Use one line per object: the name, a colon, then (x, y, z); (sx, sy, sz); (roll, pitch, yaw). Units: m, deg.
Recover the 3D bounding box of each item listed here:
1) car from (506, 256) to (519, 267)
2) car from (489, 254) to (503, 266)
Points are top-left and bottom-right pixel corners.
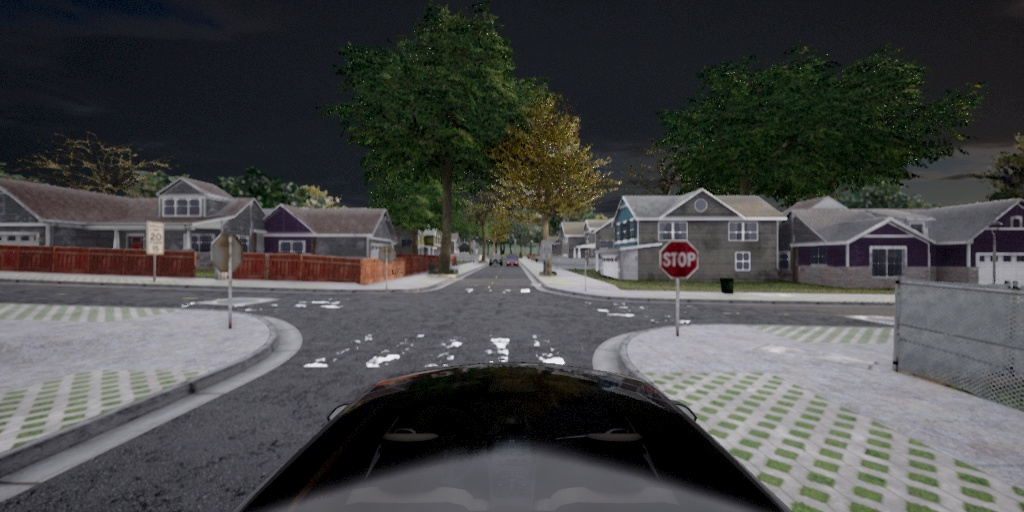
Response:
car: (0.039, 1.028, 56.848); (1.895, 1.301, 4.718); (0, 0, 0)
car: (-2.708, 0.621, 61.377); (2.150, 2.045, 5.566); (0, 0, 0)
